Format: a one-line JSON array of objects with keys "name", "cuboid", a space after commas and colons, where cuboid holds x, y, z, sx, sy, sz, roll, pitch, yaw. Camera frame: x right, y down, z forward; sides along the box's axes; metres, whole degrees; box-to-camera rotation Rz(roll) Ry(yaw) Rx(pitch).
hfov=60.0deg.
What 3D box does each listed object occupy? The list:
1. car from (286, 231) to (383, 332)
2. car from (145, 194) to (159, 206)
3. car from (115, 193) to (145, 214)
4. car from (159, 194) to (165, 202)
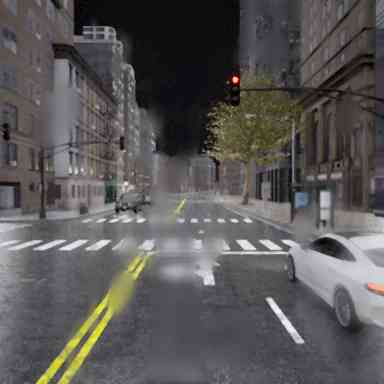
[{"name": "car", "cuboid": [3.335, 1.517, 6.693, 1.812, 1.442, 4.674, 0, 0, 0]}, {"name": "car", "cuboid": [-6.697, 1.364, 51.076, 1.882, 1.535, 5.008, 0, 1, 0]}, {"name": "car", "cuboid": [-6.679, 1.158, 35.467, 2.150, 2.045, 5.566, 0, 0, -1]}, {"name": "car", "cuboid": [-6.651, 1.243, 67.792, 2.128, 1.511, 4.902, 0, 0, 0]}]
